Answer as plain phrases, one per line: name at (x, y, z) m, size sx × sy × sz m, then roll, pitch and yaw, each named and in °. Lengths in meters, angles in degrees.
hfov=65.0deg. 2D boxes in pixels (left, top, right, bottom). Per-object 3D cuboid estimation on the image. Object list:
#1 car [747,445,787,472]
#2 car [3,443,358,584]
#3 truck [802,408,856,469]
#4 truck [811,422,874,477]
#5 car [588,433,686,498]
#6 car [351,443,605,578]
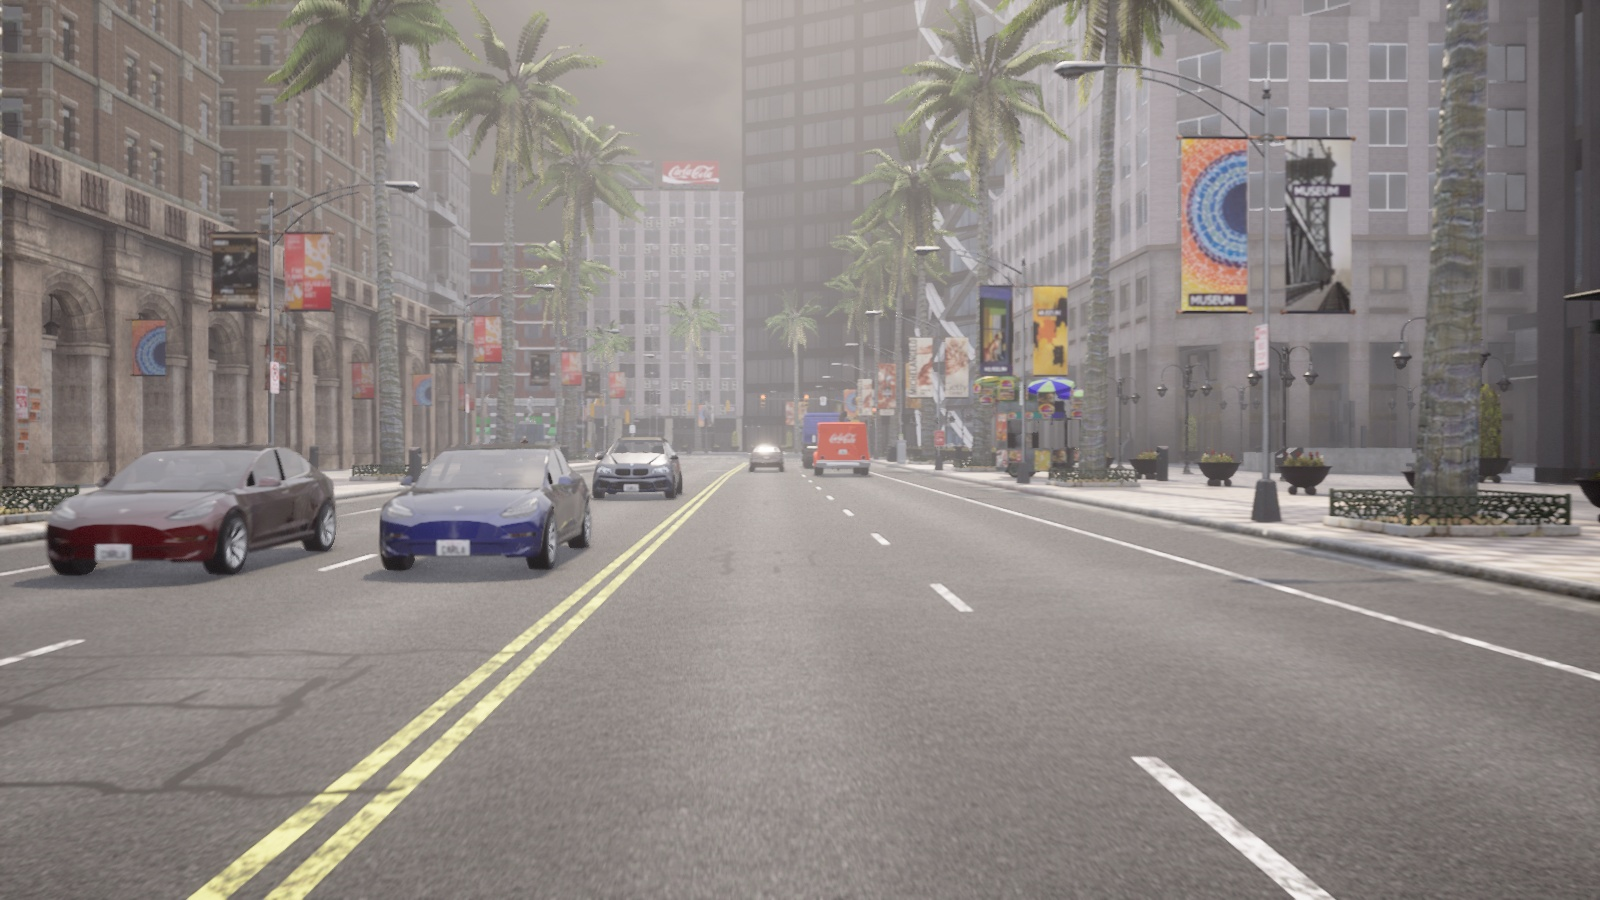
car at (-1.704, 0.417, 66.660) m, size 2.033 × 1.411 × 5.357 m, roll 0°, pitch 0°, yaw -1°
car at (-7.395, 0.654, 15.683) m, size 2.163 × 1.488 × 4.792 m, roll 0°, pitch 0°, yaw -2°
truck at (1.651, -0.661, 75.603) m, size 2.891 × 3.462 × 7.936 m, roll 0°, pitch 0°, yaw -1°
truck at (1.920, -0.062, 58.741) m, size 2.627 × 2.467 × 5.204 m, roll 0°, pitch 1°, yaw -1°
car at (-4.433, 0.392, 34.904) m, size 2.242 × 1.667 × 4.611 m, roll 0°, pitch 0°, yaw -2°
car at (-3.909, 0.653, 16.211) m, size 2.163 × 1.488 × 4.792 m, roll 0°, pitch 0°, yaw -2°
